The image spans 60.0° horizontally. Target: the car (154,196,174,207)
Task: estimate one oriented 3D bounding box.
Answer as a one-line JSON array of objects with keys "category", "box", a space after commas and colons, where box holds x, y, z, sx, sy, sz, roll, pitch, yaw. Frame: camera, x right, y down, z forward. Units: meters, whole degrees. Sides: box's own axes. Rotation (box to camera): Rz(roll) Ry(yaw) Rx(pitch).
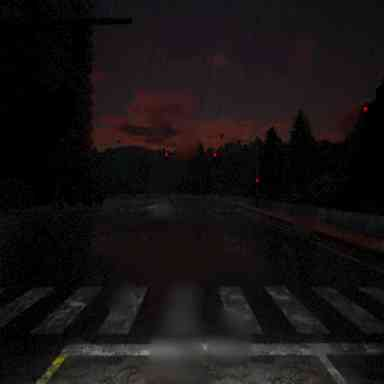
[{"category": "car", "box": [-3.815, 1.268, 45.653, 1.994, 1.385, 4.181, 0, 1, 9]}]
